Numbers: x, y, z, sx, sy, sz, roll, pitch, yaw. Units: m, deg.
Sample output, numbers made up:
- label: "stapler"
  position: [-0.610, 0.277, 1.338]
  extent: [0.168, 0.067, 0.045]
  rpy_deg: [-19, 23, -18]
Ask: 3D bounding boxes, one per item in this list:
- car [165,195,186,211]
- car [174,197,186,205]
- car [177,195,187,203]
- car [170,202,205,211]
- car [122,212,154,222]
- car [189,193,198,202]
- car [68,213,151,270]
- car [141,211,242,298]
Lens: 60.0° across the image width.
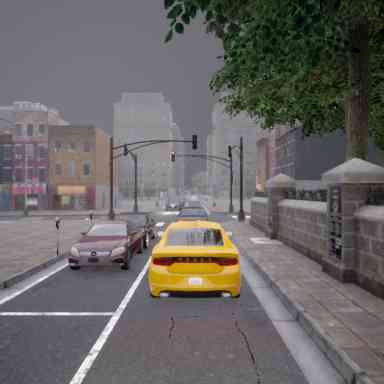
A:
- label: "car"
  position: [-2.239, 1.482, 41.628]
  extent: [2.128, 1.511, 4.902]
  rpy_deg: [0, 0, 0]
- label: "car"
  position: [-2.201, 1.586, 61.624]
  extent: [1.895, 1.301, 4.718]
  rpy_deg: [0, 0, 0]
- label: "car"
  position: [-2.132, 1.480, 71.825]
  extent: [1.837, 1.490, 4.892]
  rpy_deg: [0, 0, 0]
- label: "car"
  position: [0.026, 1.546, 19.050]
  extent: [2.033, 1.411, 5.357]
  rpy_deg: [0, 0, 0]
- label: "car"
  position: [-2.621, 1.565, 14.629]
  extent: [1.947, 1.339, 4.313]
  rpy_deg: [0, 0, 0]
- label: "car"
  position: [0.368, 1.508, 66.839]
  extent: [1.812, 1.442, 4.674]
  rpy_deg: [0, 0, 0]
- label: "car"
  position: [-2.625, 1.581, 10.966]
  extent: [1.802, 1.307, 4.206]
  rpy_deg: [0, 0, 0]
- label: "car"
  position: [0.076, 1.477, 8.561]
  extent: [1.882, 1.535, 5.008]
  rpy_deg: [0, 0, 0]
